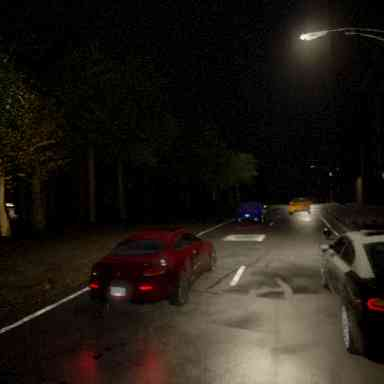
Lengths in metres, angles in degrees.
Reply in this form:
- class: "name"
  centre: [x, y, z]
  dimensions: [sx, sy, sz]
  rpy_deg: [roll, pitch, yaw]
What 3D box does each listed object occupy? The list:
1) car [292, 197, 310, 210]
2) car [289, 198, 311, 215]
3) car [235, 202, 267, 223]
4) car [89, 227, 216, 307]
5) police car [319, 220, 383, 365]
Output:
- class: "car"
  centre: [14.061, 1.449, 42.736]
  dimensions: [1.882, 1.535, 5.008]
  rpy_deg: [-3, -1, 21]
- class: "car"
  centre: [10.622, 1.367, 32.655]
  dimensions: [1.882, 1.535, 5.008]
  rpy_deg: [-3, -1, 19]
- class: "car"
  centre: [4.591, 1.491, 25.519]
  dimensions: [1.882, 1.535, 5.008]
  rpy_deg: [-3, -1, 18]
- class: "car"
  centre: [-0.700, 1.596, 8.161]
  dimensions: [1.812, 1.442, 4.674]
  rpy_deg: [-3, 0, 16]
- class: "police car"
  centre: [3.390, 1.309, 5.782]
  dimensions: [1.930, 1.638, 5.238]
  rpy_deg: [-3, 0, 16]
